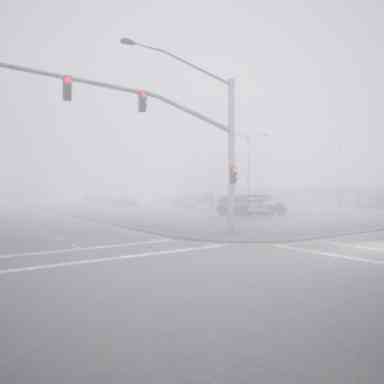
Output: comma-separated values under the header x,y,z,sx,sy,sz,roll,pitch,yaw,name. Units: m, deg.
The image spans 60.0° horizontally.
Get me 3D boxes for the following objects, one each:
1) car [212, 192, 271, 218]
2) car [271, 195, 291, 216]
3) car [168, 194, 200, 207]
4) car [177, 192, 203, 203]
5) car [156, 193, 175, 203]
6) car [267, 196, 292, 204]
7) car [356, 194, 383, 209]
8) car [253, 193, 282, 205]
x,y,z,sx,sy,sz,roll,pitch,yaw,name
4.176,1.147,28.533,1.932,1.855,4.605,0,0,-35,car
6.580,1.149,30.145,1.905,1.878,3.866,0,0,-35,car
-1.204,1.388,46.015,1.970,1.475,3.806,0,0,-35,car
-0.577,1.142,64.934,1.932,1.855,4.605,0,0,-35,car
-5.122,1.386,61.699,1.970,1.475,3.806,0,0,-35,car
15.009,1.349,57.370,1.784,1.438,3.905,0,0,-35,car
22.647,1.142,41.412,1.905,1.878,3.866,0,0,-35,car
12.598,1.140,55.764,1.932,1.855,4.605,0,0,-35,car
